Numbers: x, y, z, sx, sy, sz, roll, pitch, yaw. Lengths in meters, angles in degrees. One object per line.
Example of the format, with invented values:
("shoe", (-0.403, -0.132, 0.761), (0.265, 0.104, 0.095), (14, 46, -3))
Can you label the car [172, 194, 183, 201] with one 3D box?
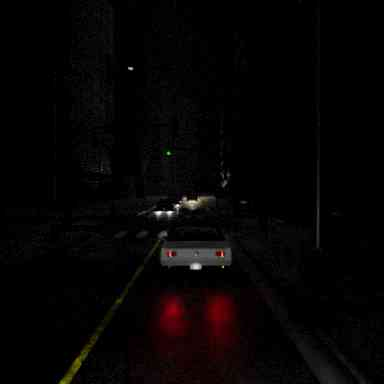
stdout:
("car", (-2.993, 1.097, 70.577), (2.033, 1.411, 5.357), (0, 1, 0))

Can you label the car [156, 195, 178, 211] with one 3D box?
("car", (-3.091, 1.457, 39.142), (2.033, 1.411, 5.357), (0, 0, 0))

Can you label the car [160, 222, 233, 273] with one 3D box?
("car", (0.103, 1.596, 10.650), (1.895, 1.301, 4.718), (0, 0, 0))

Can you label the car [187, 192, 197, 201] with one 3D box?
("car", (0.006, 0.956, 67.786), (2.097, 1.767, 4.553), (0, 1, 0))

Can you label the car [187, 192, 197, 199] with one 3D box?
("car", (0.008, 0.837, 77.817), (2.128, 1.511, 4.902), (0, 1, 0))

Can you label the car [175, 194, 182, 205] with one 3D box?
("car", (-3.057, 1.266, 54.995), (1.837, 1.490, 4.892), (0, 0, 0))
